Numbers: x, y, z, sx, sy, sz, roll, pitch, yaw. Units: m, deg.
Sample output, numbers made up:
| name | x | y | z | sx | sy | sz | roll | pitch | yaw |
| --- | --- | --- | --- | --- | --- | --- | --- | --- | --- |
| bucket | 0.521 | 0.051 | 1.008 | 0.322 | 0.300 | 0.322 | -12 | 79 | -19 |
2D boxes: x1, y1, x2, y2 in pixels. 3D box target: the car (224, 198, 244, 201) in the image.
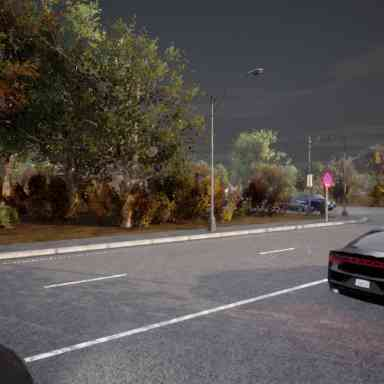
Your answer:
| name | x | y | z | sx | sy | sz | roll | pitch | yaw |
| --- | --- | --- | --- | --- | --- | --- | --- | --- | --- |
| car | 6.030 | 1.513 | 47.848 | 1.812 | 1.442 | 4.674 | 0 | 0 | -32 |

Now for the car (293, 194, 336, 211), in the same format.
| name | x | y | z | sx | sy | sz | roll | pitch | yaw |
| --- | --- | --- | --- | --- | --- | --- | --- | --- | --- |
| car | 14.746 | 1.221 | 40.685 | 2.150 | 2.045 | 5.566 | 0 | 0 | -31 |

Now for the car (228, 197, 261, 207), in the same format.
| name | x | y | z | sx | sy | sz | roll | pitch | yaw |
| --- | --- | --- | --- | --- | --- | --- | --- | --- | --- |
| car | 8.010 | 1.528 | 51.259 | 2.033 | 1.411 | 5.357 | 0 | 0 | -32 |

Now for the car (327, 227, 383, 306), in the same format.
| name | x | y | z | sx | sy | sz | roll | pitch | yaw |
| --- | --- | --- | --- | --- | --- | --- | --- | --- | --- |
| car | 5.051 | 1.478 | 7.370 | 5.008 | 1.535 | 1.882 | 0 | 0 | -36 |

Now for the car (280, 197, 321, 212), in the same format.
| name | x | y | z | sx | sy | sz | roll | pitch | yaw |
| --- | --- | --- | --- | --- | --- | --- | --- | --- | --- |
| car | 12.144 | 1.564 | 38.215 | 1.994 | 1.385 | 4.181 | 0 | 0 | -32 |

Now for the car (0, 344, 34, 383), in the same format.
| name | x | y | z | sx | sy | sz | roll | pitch | yaw |
| --- | --- | --- | --- | --- | --- | --- | --- | --- | --- |
| car | -3.282 | 1.505 | 1.395 | 4.892 | 1.490 | 1.837 | 0 | 0 | -36 |
